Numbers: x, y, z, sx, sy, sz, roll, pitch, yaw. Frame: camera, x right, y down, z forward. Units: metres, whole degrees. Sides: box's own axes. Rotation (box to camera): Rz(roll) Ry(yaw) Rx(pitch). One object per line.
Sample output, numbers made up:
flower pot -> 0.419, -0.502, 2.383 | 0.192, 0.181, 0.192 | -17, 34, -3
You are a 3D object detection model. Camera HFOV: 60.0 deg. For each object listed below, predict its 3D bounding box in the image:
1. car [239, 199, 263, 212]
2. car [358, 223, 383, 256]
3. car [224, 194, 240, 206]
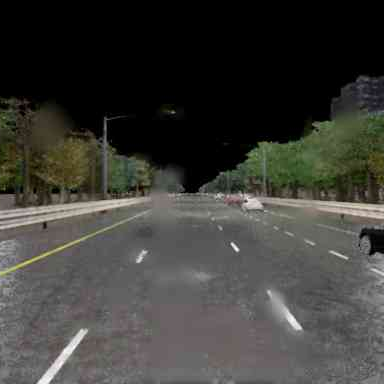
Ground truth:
car -> 7.054, 1.564, 38.946 | 1.812, 1.442, 4.674 | 0, 0, 0
car -> 7.002, 1.495, 10.252 | 2.128, 1.511, 4.902 | 0, 0, 0
car -> 7.126, 1.400, 56.676 | 2.097, 1.767, 4.553 | 0, 0, 0
